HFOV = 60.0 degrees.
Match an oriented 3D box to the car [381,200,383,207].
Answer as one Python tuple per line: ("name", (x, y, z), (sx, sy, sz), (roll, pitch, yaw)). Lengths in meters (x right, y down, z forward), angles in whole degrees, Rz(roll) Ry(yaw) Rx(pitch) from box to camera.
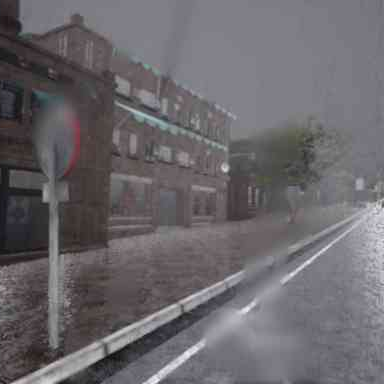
("car", (35.838, 2.164, 60.986), (1.895, 1.301, 4.718), (0, 0, 31))
